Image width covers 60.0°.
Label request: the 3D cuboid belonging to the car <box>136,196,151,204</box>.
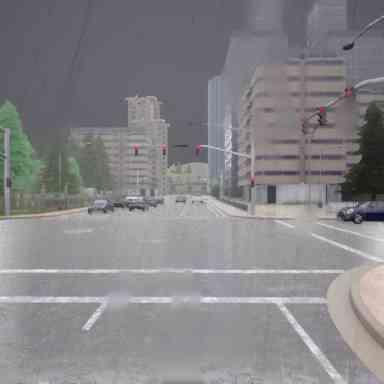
[{"bbox_3d":[-9.511,1.491,65.686,2.128,1.511,4.902,0,0,1],"label":"car"}]

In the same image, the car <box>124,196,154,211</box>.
[{"bbox_3d":[-6.325,1.547,40.272,2.033,1.411,5.357,0,0,1],"label":"car"}]

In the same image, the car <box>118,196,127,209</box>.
[{"bbox_3d":[-9.773,1.601,45.494,1.895,1.301,4.718,0,0,1],"label":"car"}]

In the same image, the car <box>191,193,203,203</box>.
[{"bbox_3d":[1.037,1.221,66.915,2.150,2.045,5.566,0,0,1],"label":"car"}]

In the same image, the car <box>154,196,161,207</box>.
[{"bbox_3d":[-6.231,1.564,49.479,1.994,1.385,4.181,0,0,0],"label":"car"}]

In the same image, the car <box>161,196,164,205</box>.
[{"bbox_3d":[-6.105,1.477,59.936,1.882,1.535,5.008,0,0,0],"label":"car"}]

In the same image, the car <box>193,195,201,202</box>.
[{"bbox_3d":[1.132,1.521,76.600,1.812,1.442,4.674,0,0,1],"label":"car"}]

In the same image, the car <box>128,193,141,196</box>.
[{"bbox_3d":[-9.660,1.221,55.454,2.150,2.045,5.566,0,0,1],"label":"car"}]

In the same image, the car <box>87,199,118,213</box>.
[{"bbox_3d":[-9.847,1.526,36.394,1.812,1.442,4.674,0,0,1],"label":"car"}]

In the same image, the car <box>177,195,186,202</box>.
[{"bbox_3d":[-2.361,1.478,77.288,1.882,1.535,5.008,0,0,1],"label":"car"}]

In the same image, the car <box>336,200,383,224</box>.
[{"bbox_3d":[12.948,1.352,24.066,4.553,1.767,2.097,0,0,1],"label":"car"}]

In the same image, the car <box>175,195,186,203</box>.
[{"bbox_3d":[-2.349,1.564,68.332,1.994,1.385,4.181,0,0,1],"label":"car"}]
